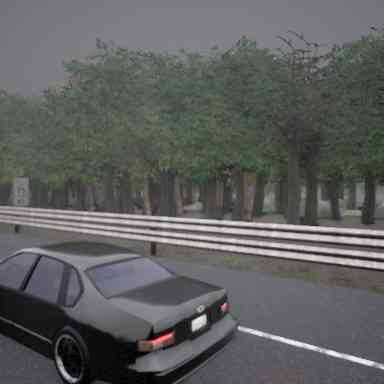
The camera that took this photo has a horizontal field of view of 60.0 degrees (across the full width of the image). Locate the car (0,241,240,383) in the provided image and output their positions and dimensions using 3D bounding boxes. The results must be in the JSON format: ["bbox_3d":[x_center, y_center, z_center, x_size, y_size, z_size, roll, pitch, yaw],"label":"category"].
[{"bbox_3d":[-1.952,1.530,5.275,5.357,1.411,2.033,0,0,36],"label":"car"}]
